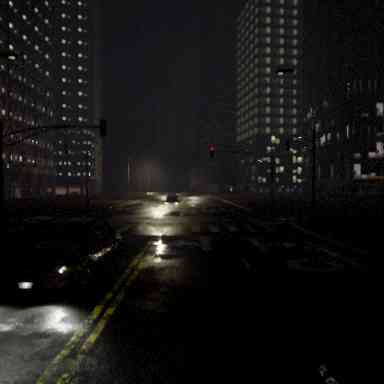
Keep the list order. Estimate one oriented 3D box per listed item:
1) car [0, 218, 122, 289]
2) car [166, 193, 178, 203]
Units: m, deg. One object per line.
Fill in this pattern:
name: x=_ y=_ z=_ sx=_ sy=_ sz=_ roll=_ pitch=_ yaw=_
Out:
car: x=-3.312 y=1.462 z=9.307 sx=2.033 sy=1.411 sz=5.357 roll=0 pitch=1 yaw=0
car: x=-3.277 y=0.978 z=55.046 sx=1.882 sy=1.535 sz=5.008 roll=0 pitch=2 yaw=0
